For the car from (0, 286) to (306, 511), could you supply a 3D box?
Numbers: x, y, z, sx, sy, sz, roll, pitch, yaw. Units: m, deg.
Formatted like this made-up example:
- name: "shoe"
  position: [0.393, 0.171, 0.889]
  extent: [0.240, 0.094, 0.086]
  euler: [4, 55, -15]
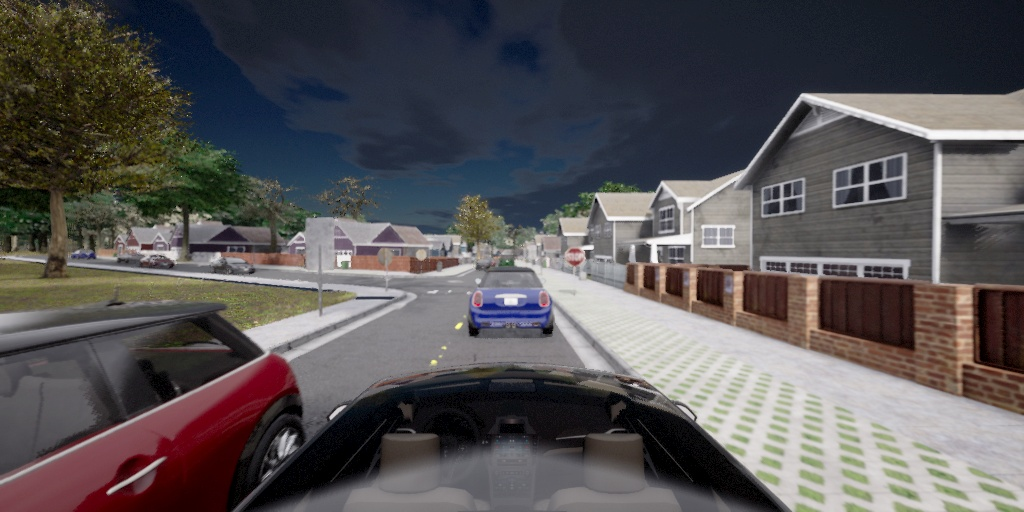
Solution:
- name: "car"
  position: [-2.741, 1.104, 1.122]
  extent: [2.097, 1.767, 4.553]
  euler: [0, 0, -2]

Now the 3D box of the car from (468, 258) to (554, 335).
- name: "car"
  position: [-0.046, 1.067, 10.535]
  extent: [2.097, 1.767, 4.553]
  euler: [0, 0, -1]

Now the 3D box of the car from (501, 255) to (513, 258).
- name: "car"
  position: [-0.704, 0.805, 51.546]
  extent: [2.150, 2.045, 5.566]
  euler: [0, 0, -1]

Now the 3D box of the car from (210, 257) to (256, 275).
- name: "car"
  position: [-24.268, 0.839, 31.093]
  extent: [4.674, 1.442, 1.812]
  euler: [1, 1, 29]

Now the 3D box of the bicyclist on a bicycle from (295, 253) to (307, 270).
- name: "bicyclist on a bicycle"
  position: [-20.895, 0.545, 35.934]
  extent: [0.582, 1.620, 1.656]
  euler: [1, 1, 29]

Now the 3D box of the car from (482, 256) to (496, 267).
- name: "car"
  position: [-3.743, 0.923, 59.262]
  extent: [2.097, 1.767, 4.553]
  euler: [0, 0, -1]

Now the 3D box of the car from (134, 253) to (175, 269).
- name: "car"
  position: [-38.612, 0.591, 38.955]
  extent: [4.674, 1.442, 1.812]
  euler: [1, 1, 29]
